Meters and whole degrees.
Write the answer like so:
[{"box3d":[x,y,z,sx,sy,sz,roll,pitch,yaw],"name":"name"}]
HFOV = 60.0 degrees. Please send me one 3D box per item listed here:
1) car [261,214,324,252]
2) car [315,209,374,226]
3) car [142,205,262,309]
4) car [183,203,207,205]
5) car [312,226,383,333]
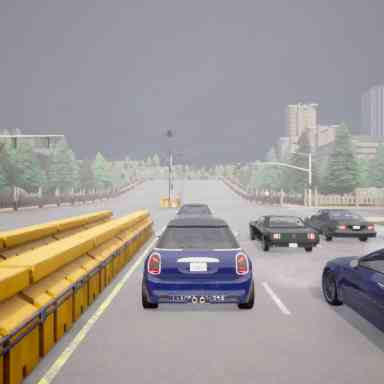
[{"box3d":[3.626,1.601,14.003,1.895,1.301,4.718,0,0,1],"name":"car"},{"box3d":[7.111,1.547,16.577,2.033,1.411,5.357,0,0,4],"name":"car"},{"box3d":[0.117,1.352,8.032,2.097,1.767,4.553,0,0,0],"name":"car"},{"box3d":[0.135,1.352,16.968,2.097,1.767,4.553,0,0,0],"name":"car"},{"box3d":[3.614,1.526,5.063,1.812,1.442,4.674,0,0,0],"name":"car"}]
